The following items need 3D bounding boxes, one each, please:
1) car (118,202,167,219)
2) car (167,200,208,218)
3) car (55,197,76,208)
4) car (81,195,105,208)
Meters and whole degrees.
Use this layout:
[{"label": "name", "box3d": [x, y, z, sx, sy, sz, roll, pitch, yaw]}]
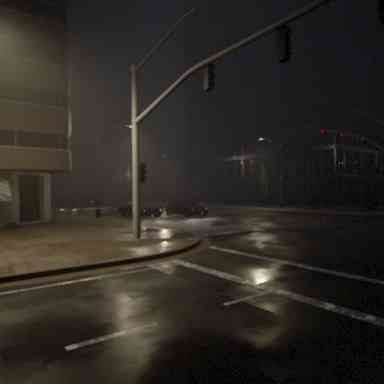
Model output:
[{"label": "car", "box3d": [-4.376, 1.514, 27.863, 1.895, 1.301, 4.718, -1, 0, -36]}, {"label": "car", "box3d": [-0.581, 1.400, 28.645, 1.812, 1.442, 4.674, -1, 0, -37]}, {"label": "car", "box3d": [-17.380, 1.438, 45.590, 1.812, 1.442, 4.674, -1, 0, -36]}, {"label": "car", "box3d": [-13.900, 1.226, 46.750, 2.097, 1.767, 4.553, -1, 0, -36]}]
